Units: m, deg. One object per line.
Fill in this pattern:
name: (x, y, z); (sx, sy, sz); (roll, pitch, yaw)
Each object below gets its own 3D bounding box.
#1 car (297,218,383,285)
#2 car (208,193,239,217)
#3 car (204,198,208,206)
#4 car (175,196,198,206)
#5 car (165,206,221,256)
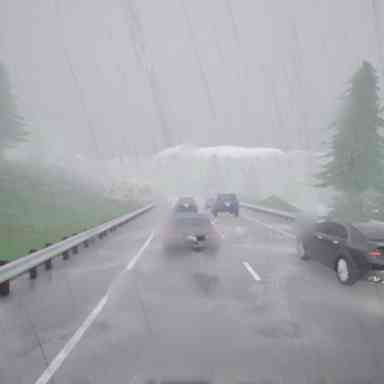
car: (4.476, 1.482, 9.371); (1.837, 1.490, 4.892); (0, 0, -1)
car: (2.931, 1.127, 30.331); (2.150, 2.045, 5.566); (0, 0, -1)
car: (2.602, 1.414, 42.016); (2.033, 1.411, 5.357); (0, 0, -1)
car: (-0.540, 1.248, 31.645); (2.097, 1.767, 4.553); (0, 0, -2)
car: (-0.065, 1.505, 12.932); (2.033, 1.411, 5.357); (0, 0, -1)
